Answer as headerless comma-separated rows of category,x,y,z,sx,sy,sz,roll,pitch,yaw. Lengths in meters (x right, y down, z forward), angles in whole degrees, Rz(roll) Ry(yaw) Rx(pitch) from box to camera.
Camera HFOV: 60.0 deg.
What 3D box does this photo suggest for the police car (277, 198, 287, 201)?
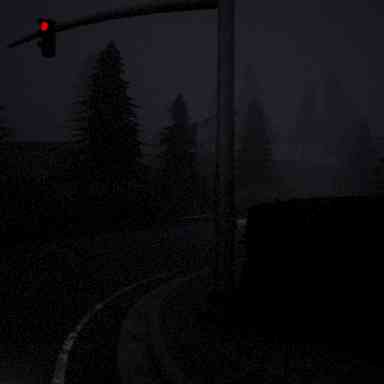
police car,7.842,1.366,28.718,1.930,1.638,5.238,-1,0,39
